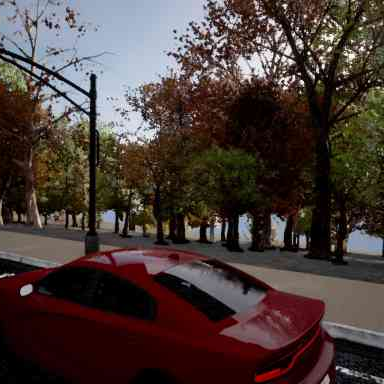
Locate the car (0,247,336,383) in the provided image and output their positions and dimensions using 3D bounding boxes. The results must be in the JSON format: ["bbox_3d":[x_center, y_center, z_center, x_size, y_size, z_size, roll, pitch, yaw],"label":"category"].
[{"bbox_3d":[-0.876,1.477,4.302,5.008,1.535,1.882,0,0,35],"label":"car"}]
